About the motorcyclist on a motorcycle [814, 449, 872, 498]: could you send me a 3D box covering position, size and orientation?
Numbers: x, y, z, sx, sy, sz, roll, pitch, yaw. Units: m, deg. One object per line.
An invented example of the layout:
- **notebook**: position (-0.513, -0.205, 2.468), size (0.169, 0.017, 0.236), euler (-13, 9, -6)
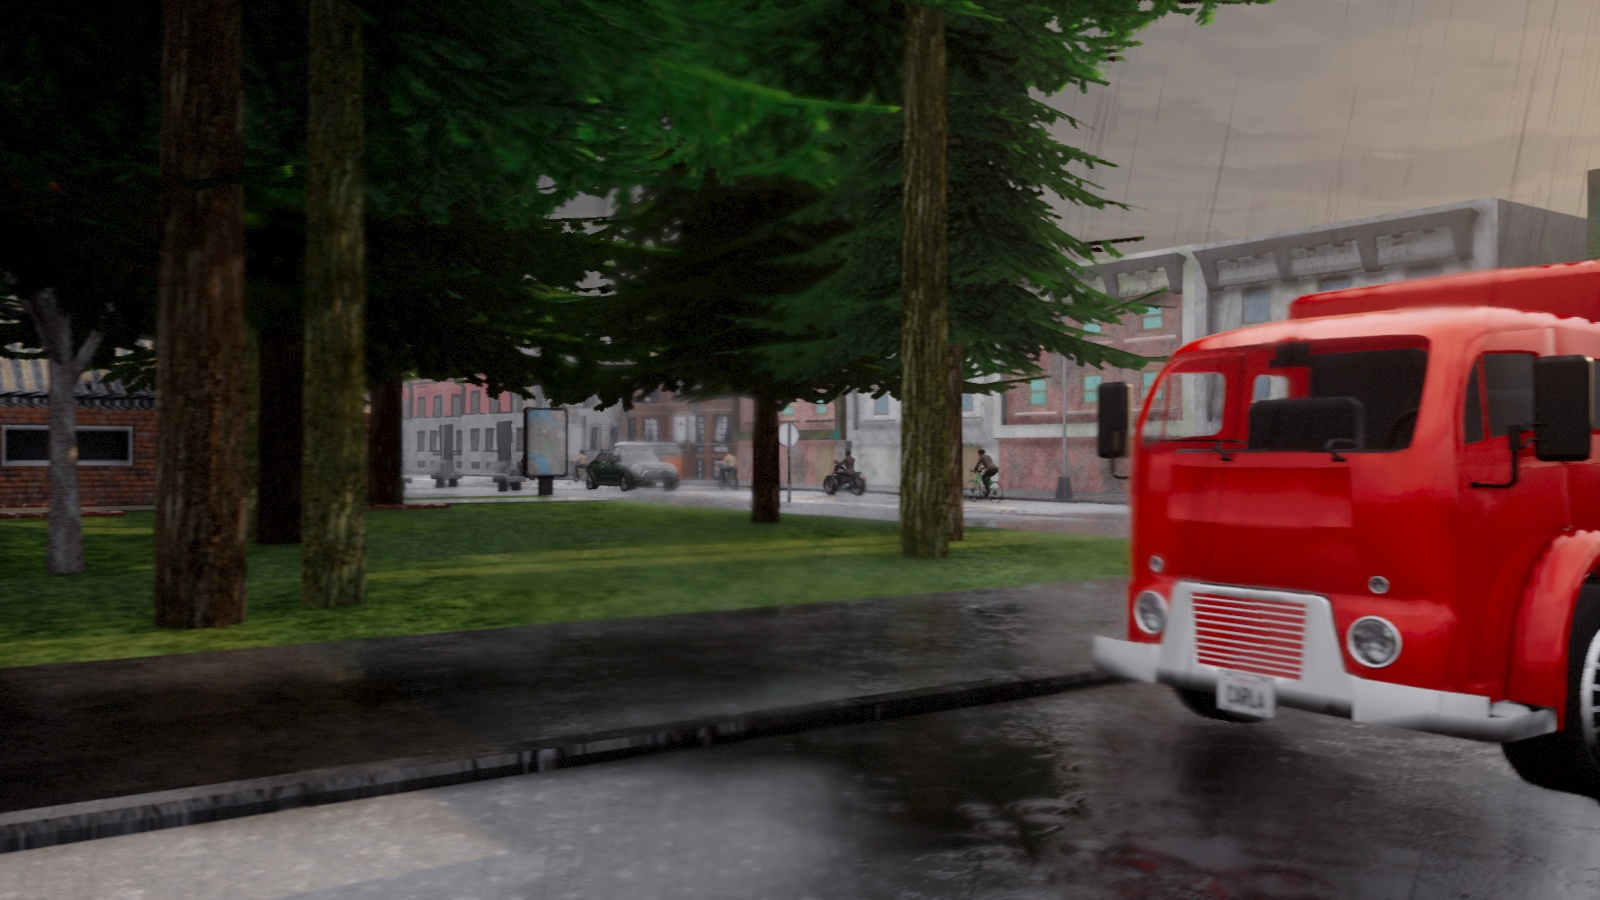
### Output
- **motorcyclist on a motorcycle**: position (1.497, 0.800, 43.871), size (0.766, 1.649, 2.350), euler (0, 0, -35)

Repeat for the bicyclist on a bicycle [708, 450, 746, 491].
- **bicyclist on a bicycle**: position (-2.921, 0.811, 50.304), size (0.866, 1.612, 1.509), euler (0, 0, -35)

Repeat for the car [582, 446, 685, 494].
- **car**: position (-6.481, 0.736, 48.415), size (2.097, 1.767, 4.553), euler (0, 0, -35)

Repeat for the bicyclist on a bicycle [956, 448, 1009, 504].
- **bicyclist on a bicycle**: position (5.514, 0.777, 38.027), size (0.582, 1.620, 1.656), euler (0, 2, -34)

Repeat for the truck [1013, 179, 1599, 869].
- **truck**: position (4.023, 0.267, 7.049), size (5.204, 2.467, 2.627), euler (0, 0, -35)

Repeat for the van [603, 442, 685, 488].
- **van**: position (-7.046, 0.650, 56.300), size (1.775, 1.987, 4.442), euler (0, 0, -35)
